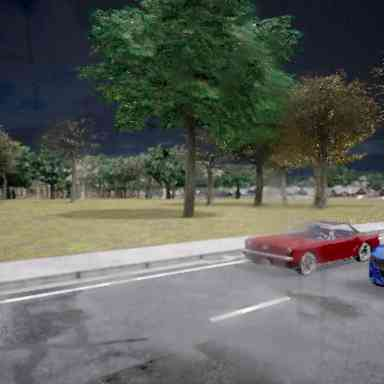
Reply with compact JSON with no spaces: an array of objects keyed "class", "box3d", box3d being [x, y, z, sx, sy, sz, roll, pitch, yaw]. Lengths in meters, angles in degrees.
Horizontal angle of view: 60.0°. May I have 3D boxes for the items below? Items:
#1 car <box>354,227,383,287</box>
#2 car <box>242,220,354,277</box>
[{"class":"car","box3d":[6.276,1.460,8.161,5.008,1.535,1.882,0,0,-35]},{"class":"car","box3d":[3.811,1.585,10.395,4.718,1.301,1.895,0,0,-35]}]
